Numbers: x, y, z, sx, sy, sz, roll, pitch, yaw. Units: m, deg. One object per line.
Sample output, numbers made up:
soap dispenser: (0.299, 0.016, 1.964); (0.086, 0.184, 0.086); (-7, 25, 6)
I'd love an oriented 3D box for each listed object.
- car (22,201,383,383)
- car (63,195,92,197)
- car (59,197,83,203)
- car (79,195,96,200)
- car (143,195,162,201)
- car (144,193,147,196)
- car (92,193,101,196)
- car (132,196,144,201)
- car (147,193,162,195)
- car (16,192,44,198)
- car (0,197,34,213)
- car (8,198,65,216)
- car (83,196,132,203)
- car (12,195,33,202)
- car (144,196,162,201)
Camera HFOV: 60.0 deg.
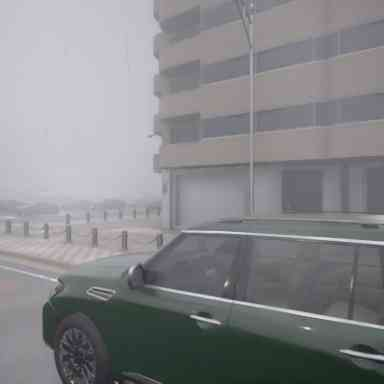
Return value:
car: (0.792, 1.221, 3.432); (5.566, 2.045, 2.150); (0, 0, 35)
car: (-21.826, 1.443, 63.452); (1.970, 1.475, 3.806); (0, 0, 35)
car: (-13.825, 1.615, 40.644); (1.994, 1.385, 4.181); (0, 0, 35)
car: (-28.009, 1.441, 89.114); (1.970, 1.475, 3.806); (0, 0, 35)
car: (-4.421, 1.577, 47.981); (1.812, 1.442, 4.674); (0, 0, 35)
car: (-9.569, 1.205, 76.188); (1.905, 1.878, 3.866); (0, 0, 35)
car: (-25.646, 1.202, 87.441); (1.905, 1.878, 3.866); (0, 0, 35)
car: (-8.102, 1.652, 48.836); (1.895, 1.301, 4.718); (0, 0, 35)
car: (-7.233, 1.202, 74.479); (1.932, 1.855, 4.605); (0, 0, 35)
car: (-35.703, 1.199, 73.094); (1.932, 1.855, 4.605); (0, 0, 35)
car: (-18.897, 1.542, 33.374); (2.128, 1.511, 4.902); (0, 0, 35)
car: (-15.159, 1.615, 32.616); (1.994, 1.385, 4.181); (0, 0, 35)
car: (-10.084, 1.543, 39.890); (2.128, 1.511, 4.902); (0, 0, 35)
car: (-38.036, 1.409, 74.812); (1.784, 1.438, 3.905); (0, 0, 35)
car: (-3.635, 1.616, 42.669); (1.994, 1.385, 4.181); (0, 0, 35)
